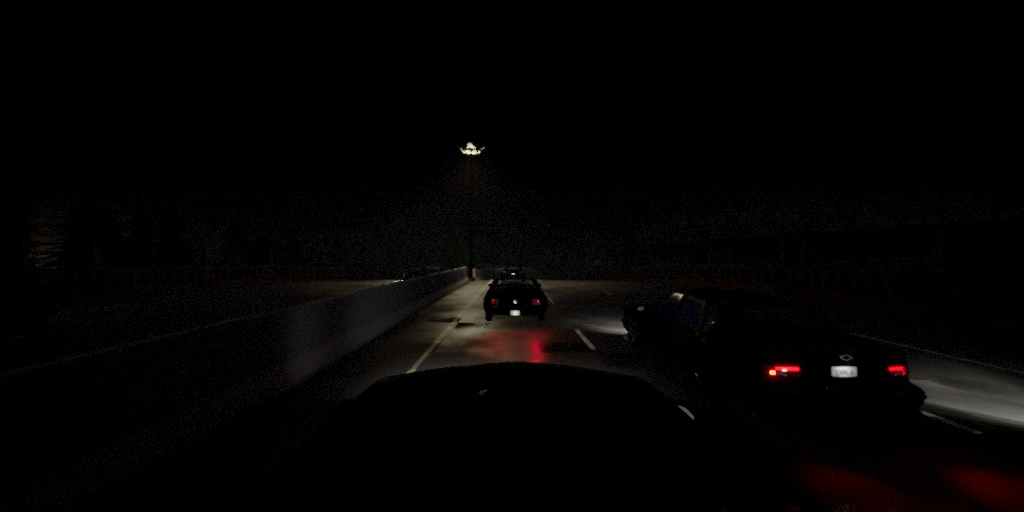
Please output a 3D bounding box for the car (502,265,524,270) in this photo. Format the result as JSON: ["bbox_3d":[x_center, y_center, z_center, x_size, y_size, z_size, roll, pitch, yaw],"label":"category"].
[{"bbox_3d":[0.107,1.480,30.390,1.994,1.385,4.181,0,-2,0],"label":"car"}]

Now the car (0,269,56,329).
[{"bbox_3d":[-14.098,1.106,8.205,2.097,1.767,4.553,0,0,0],"label":"car"}]

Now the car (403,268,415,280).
[{"bbox_3d":[-10.579,2.069,40.678,1.895,1.301,4.718,0,-4,0],"label":"car"}]

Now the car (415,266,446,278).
[{"bbox_3d":[-7.085,1.572,32.745,1.994,1.385,4.181,0,-3,0],"label":"car"}]

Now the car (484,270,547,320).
[{"bbox_3d":[0.103,1.357,12.611,1.895,1.301,4.718,0,0,0],"label":"car"}]

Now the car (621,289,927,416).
[{"bbox_3d":[3.601,1.300,6.398,2.033,1.411,5.357,0,0,0],"label":"car"}]
